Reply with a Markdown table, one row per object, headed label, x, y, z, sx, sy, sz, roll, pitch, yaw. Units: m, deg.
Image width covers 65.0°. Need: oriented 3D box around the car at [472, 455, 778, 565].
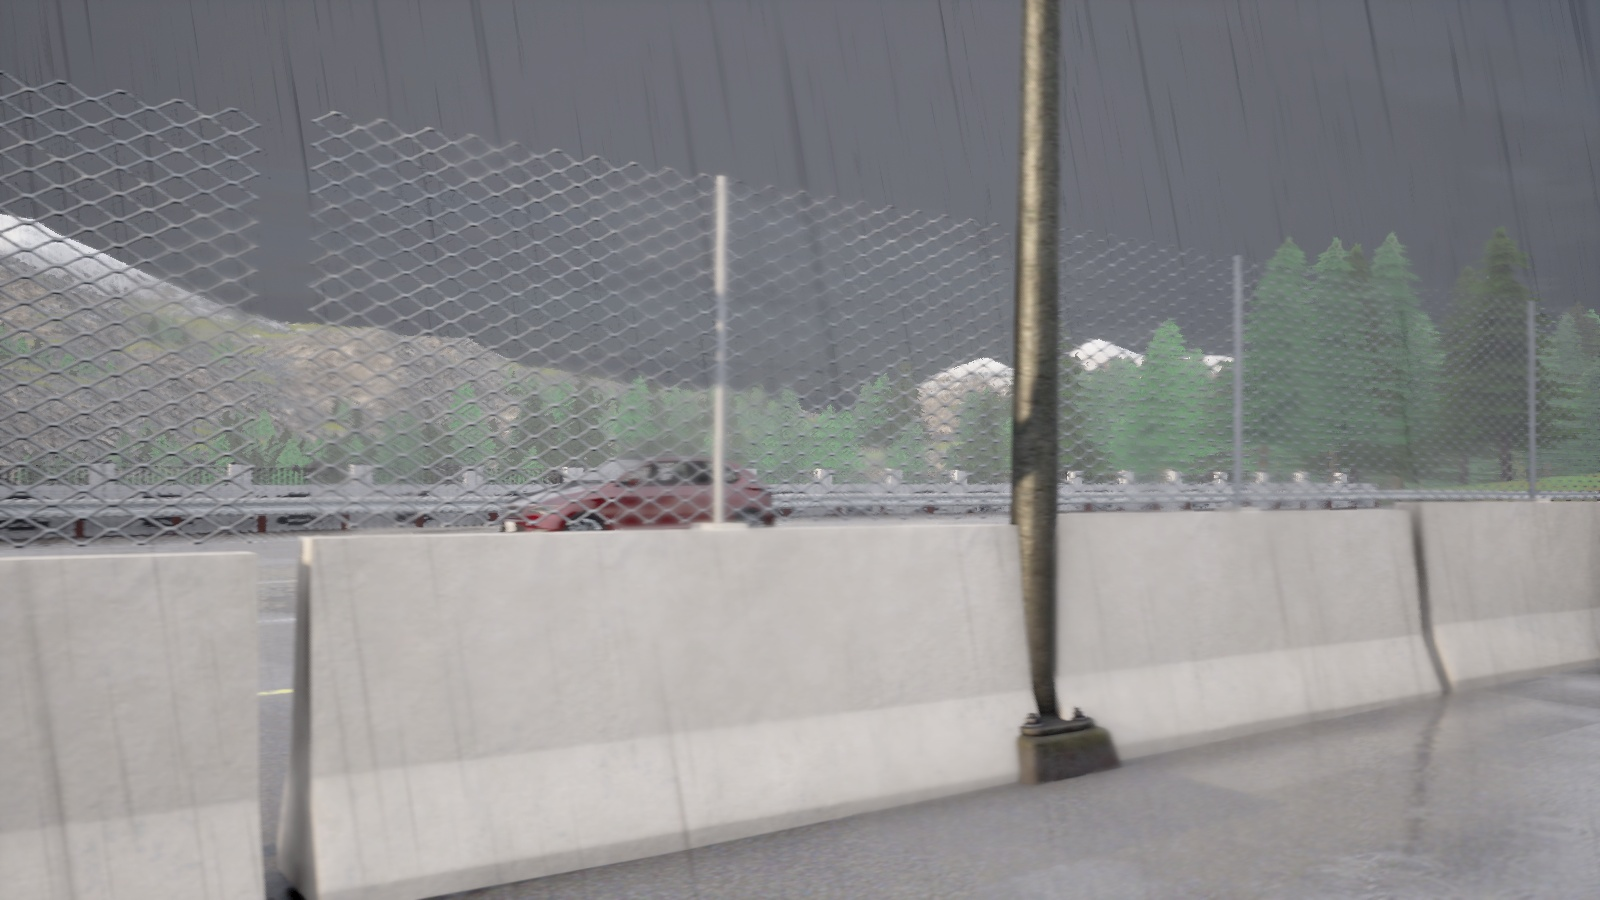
| label | x | y | z | sx | sy | sz | roll | pitch | yaw |
| --- | --- | --- | --- | --- | --- | --- | --- | --- | --- |
| car | -2.585 | 0.821 | 18.916 | 4.193 | 1.474 | 1.816 | 0 | 0 | -35 |
